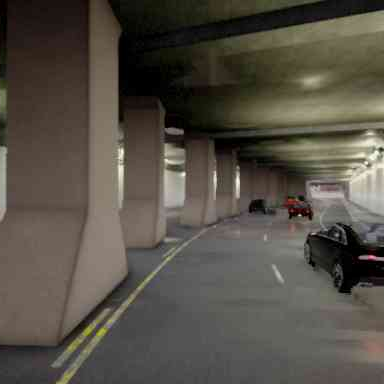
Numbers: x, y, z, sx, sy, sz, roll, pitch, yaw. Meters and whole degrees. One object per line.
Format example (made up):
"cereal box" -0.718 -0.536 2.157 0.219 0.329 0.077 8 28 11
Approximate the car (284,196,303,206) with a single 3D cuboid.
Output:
"car" 16.339 1.432 54.357 2.097 1.767 4.553 0 0 24

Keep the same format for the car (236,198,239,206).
"car" 5.607 1.516 47.089 2.128 1.511 4.902 0 0 24

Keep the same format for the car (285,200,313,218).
"car" 9.856 1.649 29.893 1.895 1.301 4.718 0 0 22

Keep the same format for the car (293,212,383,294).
"car" 4.320 1.513 8.737 2.128 1.511 4.902 0 0 6

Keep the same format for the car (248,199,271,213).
"car" 7.598 1.540 37.045 1.837 1.490 4.892 0 0 24

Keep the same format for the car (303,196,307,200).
"car" 22.389 1.503 68.183 1.837 1.490 4.892 0 0 24
